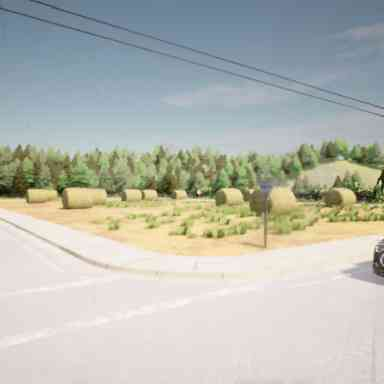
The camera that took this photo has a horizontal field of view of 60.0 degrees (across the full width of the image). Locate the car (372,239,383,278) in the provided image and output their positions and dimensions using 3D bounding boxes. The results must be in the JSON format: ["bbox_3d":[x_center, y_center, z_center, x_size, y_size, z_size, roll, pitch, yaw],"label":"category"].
[{"bbox_3d":[6.776,1.356,8.820,4.553,1.767,2.097,0,0,-35],"label":"car"}]
